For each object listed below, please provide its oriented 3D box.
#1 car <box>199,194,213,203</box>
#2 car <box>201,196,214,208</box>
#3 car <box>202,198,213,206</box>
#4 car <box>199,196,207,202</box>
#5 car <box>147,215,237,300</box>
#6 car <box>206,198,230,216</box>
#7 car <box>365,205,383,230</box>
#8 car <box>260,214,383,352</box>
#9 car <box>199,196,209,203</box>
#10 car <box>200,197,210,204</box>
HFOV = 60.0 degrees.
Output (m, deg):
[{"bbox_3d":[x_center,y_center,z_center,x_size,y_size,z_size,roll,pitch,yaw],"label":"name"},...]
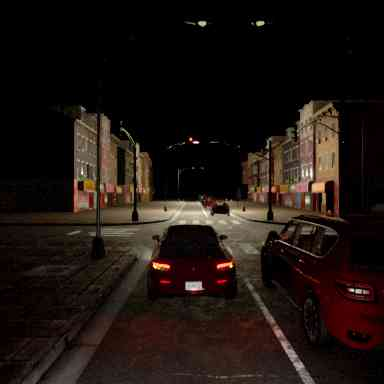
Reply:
[{"bbox_3d":[2.710,1.408,54.318,2.192,1.841,5.009,1,0,0],"label":"car"},{"bbox_3d":[2.702,1.622,48.880,1.887,1.381,4.507,1,0,0],"label":"car"},{"bbox_3d":[2.714,1.692,59.755,1.802,1.307,4.206,0,0,0],"label":"car"},{"bbox_3d":[2.744,1.781,86.942,1.947,1.339,4.313,0,0,0],"label":"car"},{"bbox_3d":[-0.041,1.530,8.291,1.812,1.442,4.674,0,0,-2],"label":"car"},{"bbox_3d":[2.684,1.583,32.568,1.887,1.381,4.507,1,0,0],"label":"car"},{"bbox_3d":[13.566,1.584,20.717,4.674,1.442,1.812,0,-1,0],"label":"car"},{"bbox_3d":[2.657,1.318,6.138,2.192,1.841,5.009,1,0,0],"label":"car"},{"bbox_3d":[2.732,1.720,76.067,2.008,1.369,4.403,0,0,0],"label":"car"},{"bbox_3d":[2.726,1.730,70.629,1.802,1.307,4.206,0,0,0],"label":"car"}]
